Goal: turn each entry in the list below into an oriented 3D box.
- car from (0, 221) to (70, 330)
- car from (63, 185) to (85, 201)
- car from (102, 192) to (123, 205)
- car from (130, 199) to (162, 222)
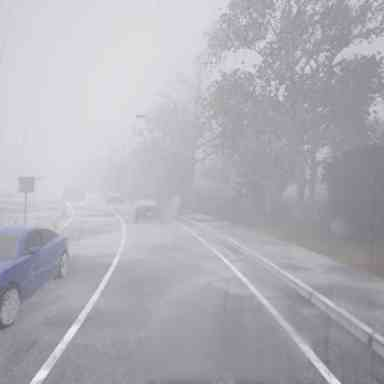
[{"bbox_3d":[-4.060,1.463,7.008,1.882,1.535,5.008,0,0,-5],"label":"car"},{"bbox_3d":[-16.193,0.067,45.500,2.150,2.045,5.566,1,2,-30],"label":"car"},{"bbox_3d":[-9.725,0.760,40.952,1.812,1.442,4.674,1,2,-26],"label":"car"},{"bbox_3d":[-3.349,1.254,23.976,1.882,1.535,5.008,1,1,-14],"label":"car"}]
